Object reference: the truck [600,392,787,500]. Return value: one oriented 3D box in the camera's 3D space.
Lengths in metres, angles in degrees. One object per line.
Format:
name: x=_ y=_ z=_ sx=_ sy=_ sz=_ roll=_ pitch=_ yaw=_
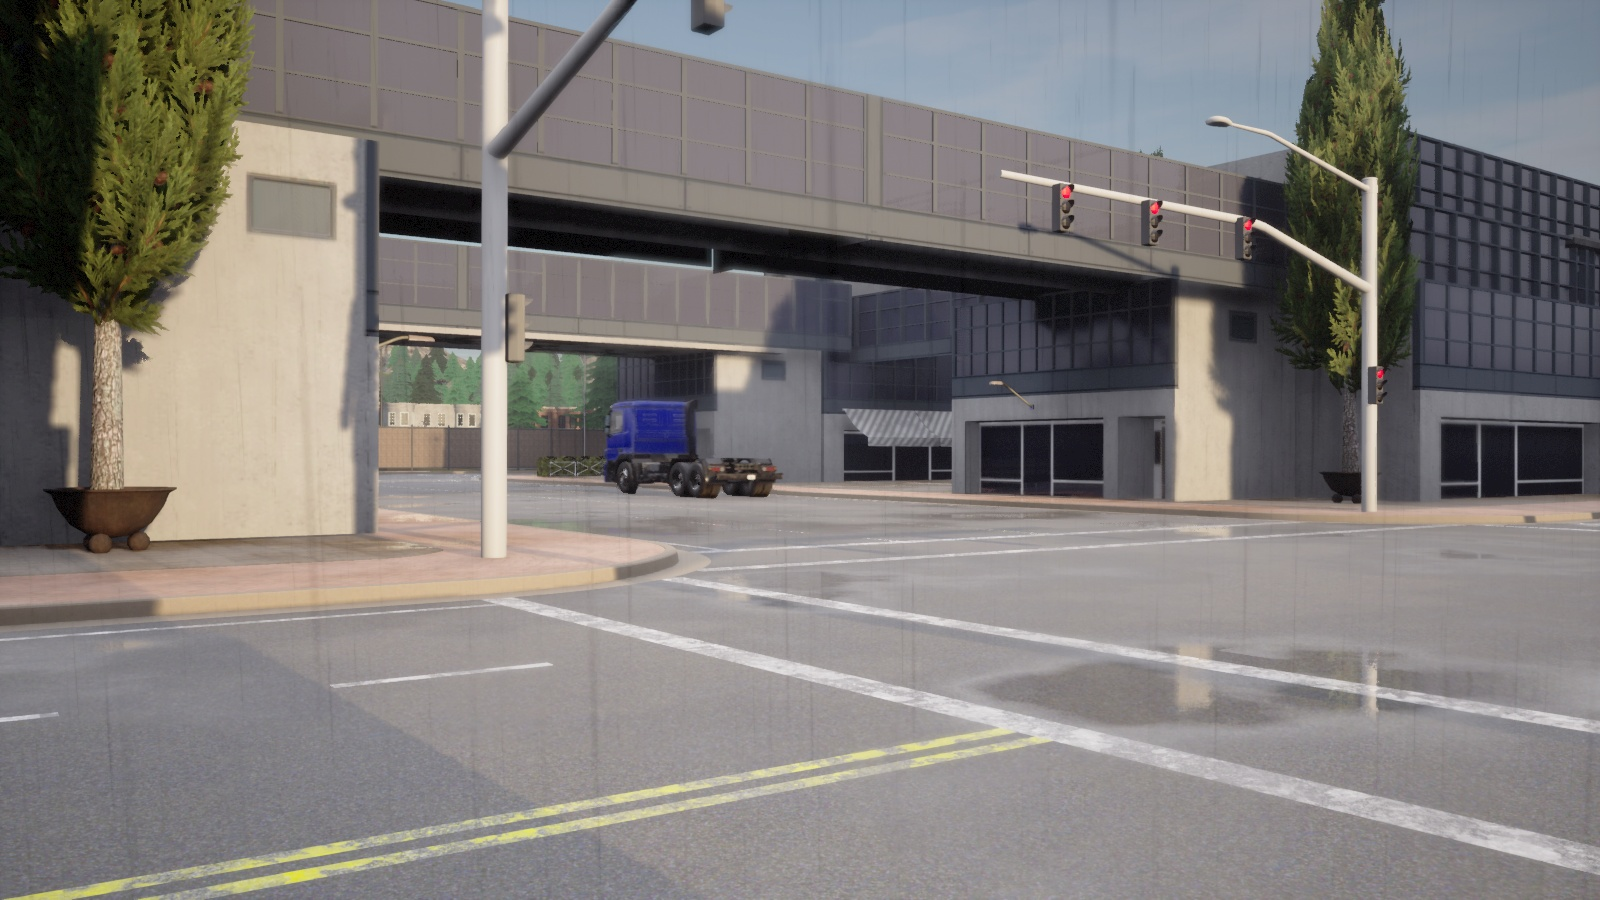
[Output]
truck: x=-3.928 y=-0.121 z=44.196 sx=2.891 sy=3.462 sz=7.936 roll=0 pitch=0 yaw=-36
